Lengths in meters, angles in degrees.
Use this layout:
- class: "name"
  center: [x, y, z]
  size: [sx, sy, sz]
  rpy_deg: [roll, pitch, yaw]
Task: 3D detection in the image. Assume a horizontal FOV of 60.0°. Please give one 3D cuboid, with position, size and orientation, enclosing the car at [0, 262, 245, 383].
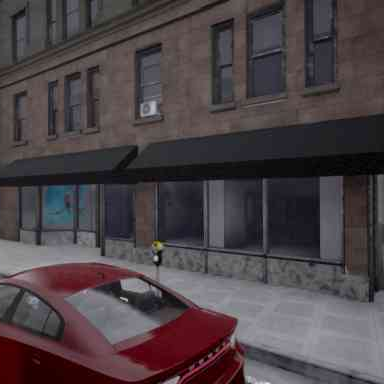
- class: "car"
  center: [-1.591, 1.545, 3.983]
  size: [4.507, 1.381, 1.887]
  rpy_deg: [0, 0, 35]
